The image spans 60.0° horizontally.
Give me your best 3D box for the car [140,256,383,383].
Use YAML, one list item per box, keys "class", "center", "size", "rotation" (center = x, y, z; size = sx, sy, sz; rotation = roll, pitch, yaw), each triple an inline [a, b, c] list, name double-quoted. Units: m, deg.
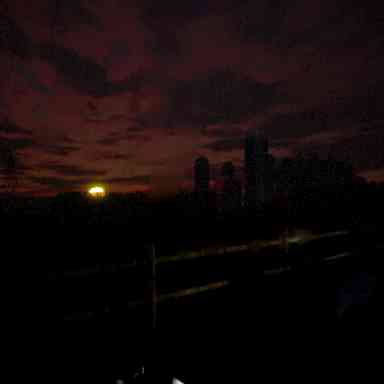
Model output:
- class: "car"
  center: [1.458, 1.596, 4.241]
  size: [4.181, 1.385, 1.994]
  rotation: [0, -1, -39]
